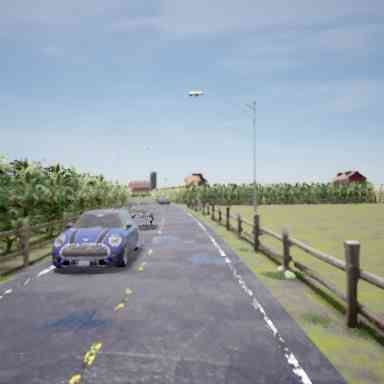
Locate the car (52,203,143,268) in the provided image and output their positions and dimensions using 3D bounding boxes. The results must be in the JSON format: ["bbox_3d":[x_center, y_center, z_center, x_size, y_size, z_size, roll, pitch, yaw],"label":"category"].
[{"bbox_3d":[-3.096,1.423,11.532,2.097,1.767,4.553,0,0,-2],"label":"car"}]

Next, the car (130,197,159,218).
[{"bbox_3d":[-3.423,1.239,22.366,1.837,1.490,4.892,0,0,-3],"label":"car"}]

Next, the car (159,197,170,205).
[{"bbox_3d":[-5.490,1.895,66.873,1.994,1.385,4.181,0,0,-9],"label":"car"}]

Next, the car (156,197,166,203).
[{"bbox_3d":[-7.198,1.822,76.785,2.033,1.411,5.357,0,0,-11],"label":"car"}]
